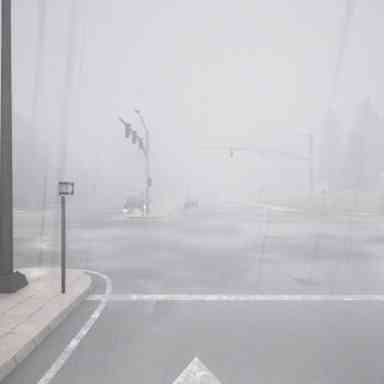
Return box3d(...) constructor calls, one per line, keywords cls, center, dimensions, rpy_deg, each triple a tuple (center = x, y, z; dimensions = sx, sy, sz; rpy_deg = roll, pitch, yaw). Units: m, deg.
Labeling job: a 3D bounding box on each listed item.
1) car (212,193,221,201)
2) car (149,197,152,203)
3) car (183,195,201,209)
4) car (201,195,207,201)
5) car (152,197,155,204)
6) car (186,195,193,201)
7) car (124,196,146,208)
box3d(cls="car", center=(6.307, 1.225, 85.865), dimensions=(2.150, 2.045, 5.566), rpy_deg=(0, 0, -1))
box3d(cls="car", center=(-8.340, 1.504, 55.746), dimensions=(1.837, 1.490, 4.892), rpy_deg=(0, 0, -1))
box3d(cls="car", center=(-0.094, 1.525, 44.757), dimensions=(1.812, 1.442, 4.674), rpy_deg=(0, 0, -1))
box3d(cls="car", center=(2.807, 1.524, 85.860), dimensions=(1.812, 1.442, 4.674), rpy_deg=(0, 0, -1))
box3d(cls="car", center=(-8.430, 1.600, 65.690), dimensions=(1.895, 1.301, 4.718), rpy_deg=(0, 0, 0))
box3d(cls="car", center=(-0.693, 1.499, 85.801), dimensions=(1.837, 1.490, 4.892), rpy_deg=(0, 0, -1))
box3d(cls="car", center=(-8.220, 1.352, 46.712), dimensions=(2.097, 1.767, 4.553), rpy_deg=(0, 0, -1))
